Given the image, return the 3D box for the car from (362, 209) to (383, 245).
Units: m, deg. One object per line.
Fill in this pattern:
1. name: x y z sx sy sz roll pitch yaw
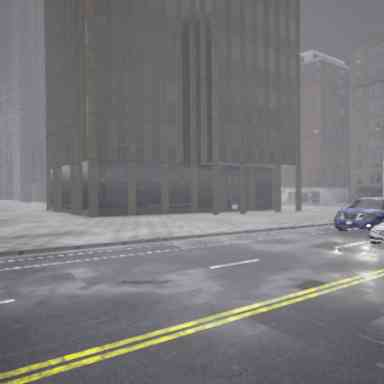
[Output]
1. car: 9.657 1.584 14.567 4.674 1.442 1.812 0 0 -35

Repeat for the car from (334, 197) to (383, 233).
1. car: 10.544 1.294 19.192 5.566 2.045 2.150 0 0 -36
